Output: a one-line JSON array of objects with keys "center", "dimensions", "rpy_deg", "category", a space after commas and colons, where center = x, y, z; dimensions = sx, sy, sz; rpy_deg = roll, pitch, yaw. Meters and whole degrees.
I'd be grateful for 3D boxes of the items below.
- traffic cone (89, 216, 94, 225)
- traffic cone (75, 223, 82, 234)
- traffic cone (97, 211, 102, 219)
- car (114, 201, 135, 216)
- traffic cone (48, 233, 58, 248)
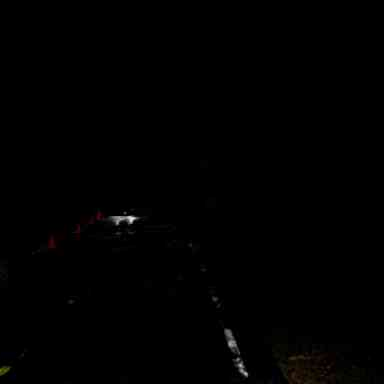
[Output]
[{"center": [-7.052, 2.008, 23.374], "dimensions": [0.340, 0.580, 0.340], "rpy_deg": [0, 0, -10], "category": "traffic cone"}, {"center": [-6.311, 1.998, 18.520], "dimensions": [0.340, 0.580, 0.340], "rpy_deg": [0, 0, -8], "category": "traffic cone"}, {"center": [-7.957, 2.018, 28.198], "dimensions": [0.340, 0.580, 0.340], "rpy_deg": [0, 0, -12], "category": "traffic cone"}, {"center": [-6.872, 1.618, 33.648], "dimensions": [2.033, 1.411, 5.357], "rpy_deg": [0, 0, -14], "category": "car"}, {"center": [-5.732, 1.989, 13.646], "dimensions": [0.340, 0.580, 0.340], "rpy_deg": [0, 0, -6], "category": "traffic cone"}]
